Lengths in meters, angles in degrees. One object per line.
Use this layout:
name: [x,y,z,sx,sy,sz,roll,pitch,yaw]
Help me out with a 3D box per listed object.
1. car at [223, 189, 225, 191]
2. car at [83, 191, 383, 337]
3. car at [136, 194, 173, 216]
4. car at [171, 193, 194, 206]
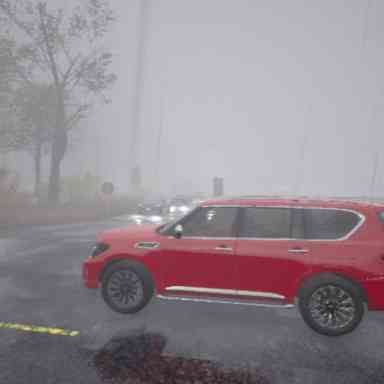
car: [5.969,0.246,66.367,2.097,1.767,4.553,2,1,9]
car: [0.813,1.094,6.277,5.566,2.045,2.150,1,1,12]
car: [-2.900,0.950,26.875,1.812,1.442,4.674,2,1,8]
car: [-1.046,0.838,39.020,1.895,1.301,4.718,2,1,9]
